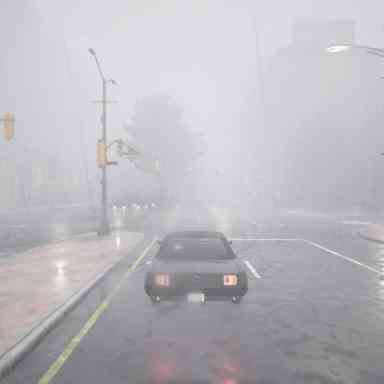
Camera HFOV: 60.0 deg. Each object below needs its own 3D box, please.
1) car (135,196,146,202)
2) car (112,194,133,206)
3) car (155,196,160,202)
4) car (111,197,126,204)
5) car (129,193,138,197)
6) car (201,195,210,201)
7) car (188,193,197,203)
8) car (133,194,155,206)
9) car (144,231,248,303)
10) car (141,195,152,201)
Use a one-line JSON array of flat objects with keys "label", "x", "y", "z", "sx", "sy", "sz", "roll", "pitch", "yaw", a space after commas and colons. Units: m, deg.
[{"label": "car", "x": -11.484, "y": 1.553, "z": 74.412, "sx": 1.994, "sy": 1.385, "sz": 4.181, "roll": 0, "pitch": 0, "yaw": 0}, {"label": "car", "x": -11.576, "y": 1.526, "z": 55.116, "sx": 1.812, "sy": 1.442, "sz": 4.674, "roll": 0, "pitch": 0, "yaw": 0}, {"label": "car", "x": -8.016, "y": 1.564, "z": 65.750, "sx": 1.994, "sy": 1.385, "sz": 4.181, "roll": 0, "pitch": 0, "yaw": 1}, {"label": "car", "x": -14.735, "y": 1.595, "z": 66.823, "sx": 1.895, "sy": 1.301, "sz": 4.718, "roll": 0, "pitch": 0, "yaw": 0}, {"label": "car", "x": -11.524, "y": 1.221, "z": 64.528, "sx": 2.150, "sy": 2.045, "sz": 5.566, "roll": 0, "pitch": 0, "yaw": 1}, {"label": "car", "x": 3.518, "y": 1.595, "z": 85.733, "sx": 1.895, "sy": 1.301, "sz": 4.718, "roll": 0, "pitch": 0, "yaw": 0}, {"label": "car", "x": 0.121, "y": 1.547, "z": 68.479, "sx": 2.033, "sy": 1.411, "sz": 5.357, "roll": 0, "pitch": 0, "yaw": 0}, {"label": "car", "x": -8.076, "y": 1.547, "z": 56.514, "sx": 2.033, "sy": 1.411, "sz": 5.357, "roll": 0, "pitch": 0, "yaw": 0}, {"label": "car", "x": 0.076, "y": 1.601, "z": 8.166, "sx": 1.895, "sy": 1.301, "sz": 4.718, "roll": 0, "pitch": 0, "yaw": 0}, {"label": "car", "x": -11.482, "y": 1.525, "z": 84.646, "sx": 2.128, "sy": 1.511, "sz": 4.902, "roll": 0, "pitch": 0, "yaw": 0}]
